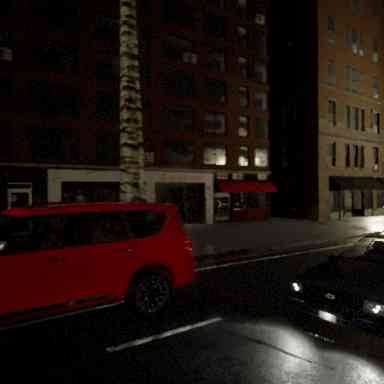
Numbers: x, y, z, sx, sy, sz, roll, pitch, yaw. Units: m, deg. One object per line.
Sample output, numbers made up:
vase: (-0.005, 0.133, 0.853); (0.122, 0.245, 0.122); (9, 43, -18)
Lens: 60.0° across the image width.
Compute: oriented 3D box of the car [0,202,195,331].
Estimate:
car: (-2.540, 1.220, 5.867); (5.566, 2.045, 2.150); (0, 0, -35)

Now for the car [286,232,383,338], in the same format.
car: (4.283, 1.564, 6.733); (5.357, 1.411, 2.033); (0, 0, -35)
